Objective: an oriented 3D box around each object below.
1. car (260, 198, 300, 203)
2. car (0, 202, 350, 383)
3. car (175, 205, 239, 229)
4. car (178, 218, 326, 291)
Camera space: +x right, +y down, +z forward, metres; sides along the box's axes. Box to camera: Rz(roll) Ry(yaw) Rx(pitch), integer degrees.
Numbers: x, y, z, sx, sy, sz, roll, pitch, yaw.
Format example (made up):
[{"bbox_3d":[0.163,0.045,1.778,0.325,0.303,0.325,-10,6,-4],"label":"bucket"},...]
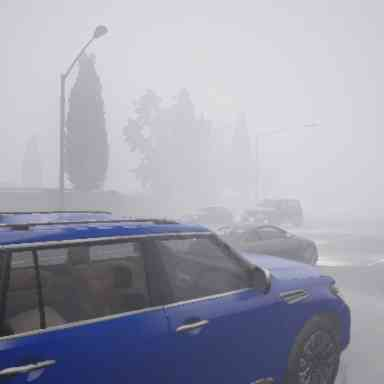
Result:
[{"bbox_3d":[5.690,1.457,22.947,2.150,2.045,5.566,0,-1,44],"label":"car"},{"bbox_3d":[-0.705,1.221,3.297,5.566,2.045,2.150,0,0,-37],"label":"car"},{"bbox_3d":[1.143,1.682,23.383,4.674,1.442,1.812,2,-1,-45],"label":"car"},{"bbox_3d":[1.876,1.595,9.754,4.181,1.385,1.994,1,0,-39],"label":"car"}]
